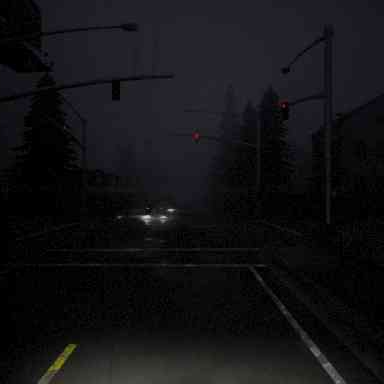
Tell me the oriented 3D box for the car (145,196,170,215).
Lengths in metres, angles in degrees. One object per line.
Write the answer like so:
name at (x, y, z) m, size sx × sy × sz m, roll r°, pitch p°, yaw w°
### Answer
car at (-3.599, 1.504, 33.859) m, size 1.837 × 1.490 × 4.892 m, roll 0°, pitch 0°, yaw 0°

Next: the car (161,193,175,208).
car at (-3.590, 1.223, 47.672) m, size 2.150 × 2.045 × 5.566 m, roll 0°, pitch 0°, yaw 1°
